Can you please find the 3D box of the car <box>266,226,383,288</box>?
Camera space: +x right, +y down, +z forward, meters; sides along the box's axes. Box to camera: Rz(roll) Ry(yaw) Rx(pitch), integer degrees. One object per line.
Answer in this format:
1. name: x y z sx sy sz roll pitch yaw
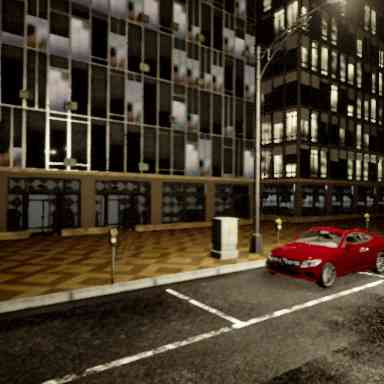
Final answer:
1. car: 3.927 1.644 9.351 4.206 1.307 1.802 1 0 -35
